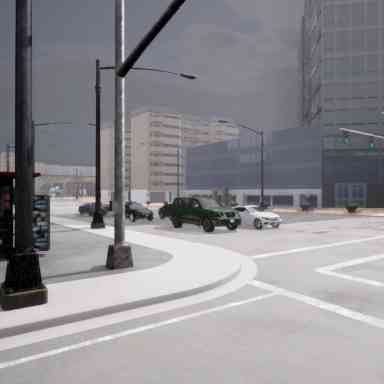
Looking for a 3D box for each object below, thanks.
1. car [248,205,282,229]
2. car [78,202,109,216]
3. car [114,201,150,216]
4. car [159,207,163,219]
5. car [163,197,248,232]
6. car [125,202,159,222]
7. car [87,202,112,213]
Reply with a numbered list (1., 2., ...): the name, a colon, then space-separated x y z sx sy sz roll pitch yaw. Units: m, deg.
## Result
1. car: 3.940 1.635 22.720 1.812 1.442 4.674 0 -1 -35
2. car: -11.381 1.939 37.903 2.033 1.411 5.357 0 -1 -36
3. car: -6.873 1.841 37.649 2.128 1.511 4.902 0 -1 -36
4. car: -1.360 1.740 30.107 1.812 1.442 4.674 0 -1 -36
5. car: 0.673 1.335 21.289 2.150 2.045 5.566 0 -1 -36
6. car: -5.135 1.741 29.287 1.837 1.490 4.892 0 -1 -36
7. car: -12.706 2.060 45.741 1.994 1.385 4.181 0 -1 -35
